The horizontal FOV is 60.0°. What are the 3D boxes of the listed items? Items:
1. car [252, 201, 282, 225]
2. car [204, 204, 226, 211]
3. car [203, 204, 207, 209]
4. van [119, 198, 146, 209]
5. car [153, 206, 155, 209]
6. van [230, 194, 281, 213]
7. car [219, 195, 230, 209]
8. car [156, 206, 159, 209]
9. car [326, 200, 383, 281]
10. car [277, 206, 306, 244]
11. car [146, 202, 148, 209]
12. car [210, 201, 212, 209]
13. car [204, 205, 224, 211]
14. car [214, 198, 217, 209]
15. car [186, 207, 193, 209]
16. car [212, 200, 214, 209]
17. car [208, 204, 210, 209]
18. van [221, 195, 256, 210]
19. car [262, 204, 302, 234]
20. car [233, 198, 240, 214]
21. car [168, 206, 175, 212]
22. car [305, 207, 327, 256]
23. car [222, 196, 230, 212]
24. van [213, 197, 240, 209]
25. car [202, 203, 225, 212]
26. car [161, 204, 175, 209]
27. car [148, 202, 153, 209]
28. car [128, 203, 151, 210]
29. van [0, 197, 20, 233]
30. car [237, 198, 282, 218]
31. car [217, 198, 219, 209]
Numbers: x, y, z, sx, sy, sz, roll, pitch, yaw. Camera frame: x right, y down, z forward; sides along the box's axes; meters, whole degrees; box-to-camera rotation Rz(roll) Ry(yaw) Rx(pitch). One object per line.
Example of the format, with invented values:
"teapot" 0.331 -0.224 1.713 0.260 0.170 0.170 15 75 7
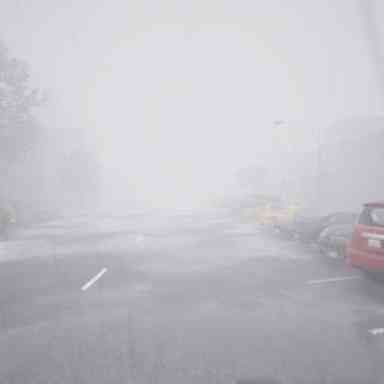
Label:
"car" 6.576 1.497 19.861 5.366 1.575 1.946 1 0 -20
"car" 5.845 3.991 84.201 4.892 1.521 2.231 3 -5 -21
"car" 5.872 3.625 81.282 4.553 1.767 2.185 2 -5 -21
"van" -11.542 2.203 62.880 4.442 1.987 1.878 1 -4 -21
"car" -11.828 3.389 77.763 4.553 1.767 2.185 1 -5 -21
"van" 6.281 1.295 31.482 4.442 1.987 1.878 1 0 -20
"car" 6.345 1.285 37.389 5.566 2.045 2.435 1 0 -20
"car" -11.785 3.995 83.784 5.366 1.575 1.946 1 -5 -21
"car" 6.440 1.233 8.075 5.566 2.045 2.435 1 0 -20
"car" 6.399 1.490 13.929 4.892 1.521 2.231 1 0 -20
"car" -11.720 2.503 65.807 4.553 1.767 2.185 1 -4 -21
"car" 6.225 2.110 57.878 5.008 1.535 2.097 2 -3 -21
"car" 5.793 4.232 87.128 4.892 1.521 2.231 3 -6 -21
"car" 6.303 1.746 49.110 4.892 1.521 2.231 2 -2 -20
"car" -0.684 4.649 90.592 1.895 1.301 4.718 0 -5 -1
"car" 6.444 1.848 52.103 5.366 1.575 1.946 2 -3 -20
"car" 6.126 2.484 63.715 4.792 1.488 2.163 2 -4 -21
"van" 6.428 1.439 46.235 4.442 1.987 1.878 1 -2 -20
"car" 6.372 1.522 16.856 4.792 1.488 2.163 1 0 -20
"car" 6.420 1.546 28.605 4.792 1.488 2.163 1 0 -20
"car" -5.746 4.851 93.645 1.994 1.385 4.181 0 -5 -1
"car" 6.443 1.359 10.998 4.553 1.767 2.185 1 0 -20
"car" 6.205 1.523 34.397 5.366 1.575 1.946 1 0 -20
"van" 6.299 2.052 60.858 4.442 1.987 1.878 2 -4 -21
"car" 5.773 4.234 90.085 5.566 2.045 2.435 3 -6 -21
"car" -5.455 3.541 77.444 1.994 1.385 4.181 0 -4 -1
"car" -11.709 2.592 68.830 5.566 2.045 2.435 1 -5 -21
"car" -11.806 3.323 74.760 4.674 1.452 2.002 1 -4 -21
"van" -11.303 1.267 17.015 4.442 1.987 1.878 -1 0 -20
"car" 6.573 1.510 25.722 5.366 1.575 1.946 1 0 -20
"car" 6.327 1.601 43.266 4.892 1.521 2.231 1 -2 -20
